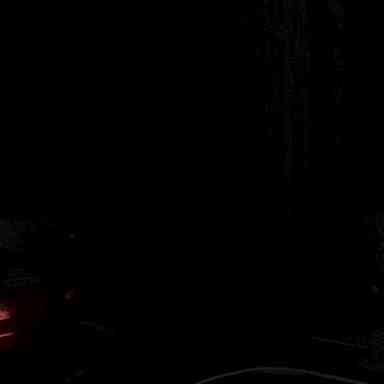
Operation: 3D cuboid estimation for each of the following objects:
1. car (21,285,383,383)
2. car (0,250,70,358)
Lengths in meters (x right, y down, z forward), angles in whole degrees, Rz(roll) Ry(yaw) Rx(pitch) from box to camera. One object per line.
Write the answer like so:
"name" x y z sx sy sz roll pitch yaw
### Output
"car" 1.010 1.555 2.244 4.403 1.369 2.008 -1 0 36
"car" -3.611 1.641 5.543 4.206 1.307 1.802 -1 0 36
